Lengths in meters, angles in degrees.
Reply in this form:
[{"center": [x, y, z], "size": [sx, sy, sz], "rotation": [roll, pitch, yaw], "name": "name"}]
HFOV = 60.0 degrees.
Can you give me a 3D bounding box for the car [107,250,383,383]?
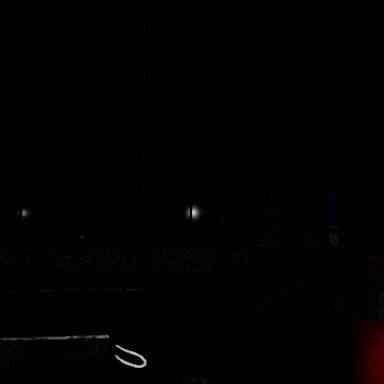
[{"center": [1.556, 1.477, 3.945], "size": [5.008, 1.535, 1.882], "rotation": [0, 0, -4], "name": "car"}]
